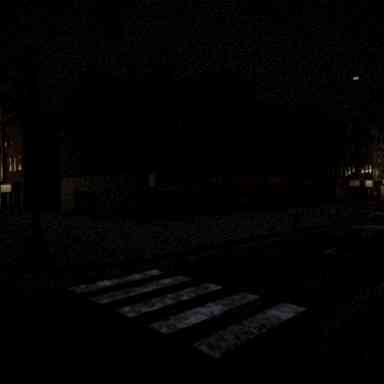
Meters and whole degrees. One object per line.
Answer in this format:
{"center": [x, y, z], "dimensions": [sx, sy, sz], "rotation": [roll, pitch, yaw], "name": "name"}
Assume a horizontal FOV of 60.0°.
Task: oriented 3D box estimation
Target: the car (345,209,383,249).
{"center": [7.348, 1.310, 12.461], "dimensions": [4.829, 1.417, 1.752], "rotation": [-1, 0, -44], "name": "car"}
